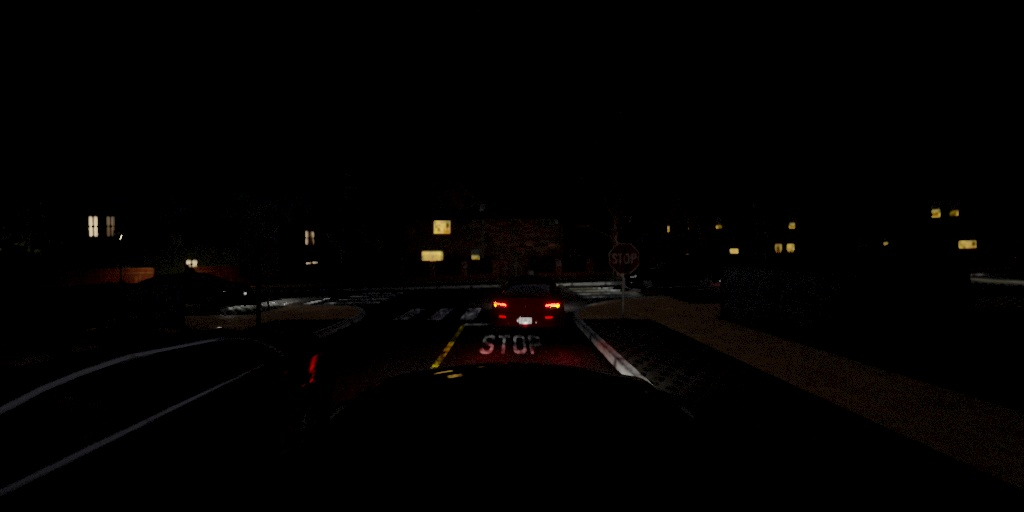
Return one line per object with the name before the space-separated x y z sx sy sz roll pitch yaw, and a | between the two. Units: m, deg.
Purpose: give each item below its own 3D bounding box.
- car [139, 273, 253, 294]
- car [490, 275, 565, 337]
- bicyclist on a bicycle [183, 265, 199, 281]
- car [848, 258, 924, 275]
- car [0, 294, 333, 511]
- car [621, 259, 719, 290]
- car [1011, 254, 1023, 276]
car | -14.798 1.548 16.611 4.892 1.490 1.837 -1 1 0
car | 0.527 1.259 10.208 1.812 1.442 4.674 0 0 6
bicyclist on a bicycle | -20.181 1.371 22.444 0.582 1.620 1.656 -1 1 0
car | 20.291 0.766 19.635 4.718 1.301 1.895 -1 1 0
car | -2.798 1.241 1.788 2.128 1.511 4.902 0 0 0
car | 8.484 0.923 19.451 5.008 1.535 1.882 -1 1 -3
car | 31.248 0.129 19.643 5.566 2.045 2.150 -1 1 0
